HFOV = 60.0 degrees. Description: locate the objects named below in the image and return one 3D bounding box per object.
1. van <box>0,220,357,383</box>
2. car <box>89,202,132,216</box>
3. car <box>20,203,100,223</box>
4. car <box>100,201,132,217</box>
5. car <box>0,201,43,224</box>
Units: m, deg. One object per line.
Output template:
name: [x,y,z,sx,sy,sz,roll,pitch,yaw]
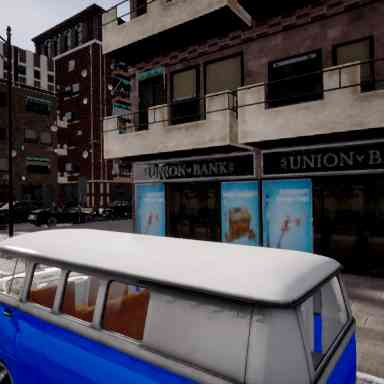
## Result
van: [-0.550,1.342,3.242,3.998,1.788,1.690,0,-1,35]
car: [-8.852,1.798,36.432,1.947,1.339,4.313,-2,-1,36]
car: [-8.723,1.583,22.381,1.947,1.339,4.313,-2,-1,36]
car: [-7.371,1.671,34.064,2.128,1.511,4.902,-1,-1,36]
car: [-13.446,1.474,25.735,2.097,1.767,4.553,-1,-1,36]
